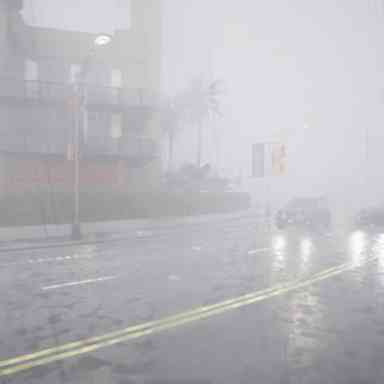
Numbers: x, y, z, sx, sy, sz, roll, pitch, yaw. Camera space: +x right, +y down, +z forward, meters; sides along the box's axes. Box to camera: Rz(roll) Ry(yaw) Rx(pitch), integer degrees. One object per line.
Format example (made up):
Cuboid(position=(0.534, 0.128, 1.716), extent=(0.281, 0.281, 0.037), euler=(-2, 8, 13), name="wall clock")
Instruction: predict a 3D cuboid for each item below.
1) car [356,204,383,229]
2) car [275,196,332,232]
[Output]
Cuboid(position=(12.074, 1.703, 22.169), extent=(1.895, 1.301, 4.718), euler=(0, 0, 30), name="car")
Cuboid(position=(7.252, 1.309, 21.134), extent=(2.150, 2.045, 5.566), euler=(0, 0, 36), name="car")
